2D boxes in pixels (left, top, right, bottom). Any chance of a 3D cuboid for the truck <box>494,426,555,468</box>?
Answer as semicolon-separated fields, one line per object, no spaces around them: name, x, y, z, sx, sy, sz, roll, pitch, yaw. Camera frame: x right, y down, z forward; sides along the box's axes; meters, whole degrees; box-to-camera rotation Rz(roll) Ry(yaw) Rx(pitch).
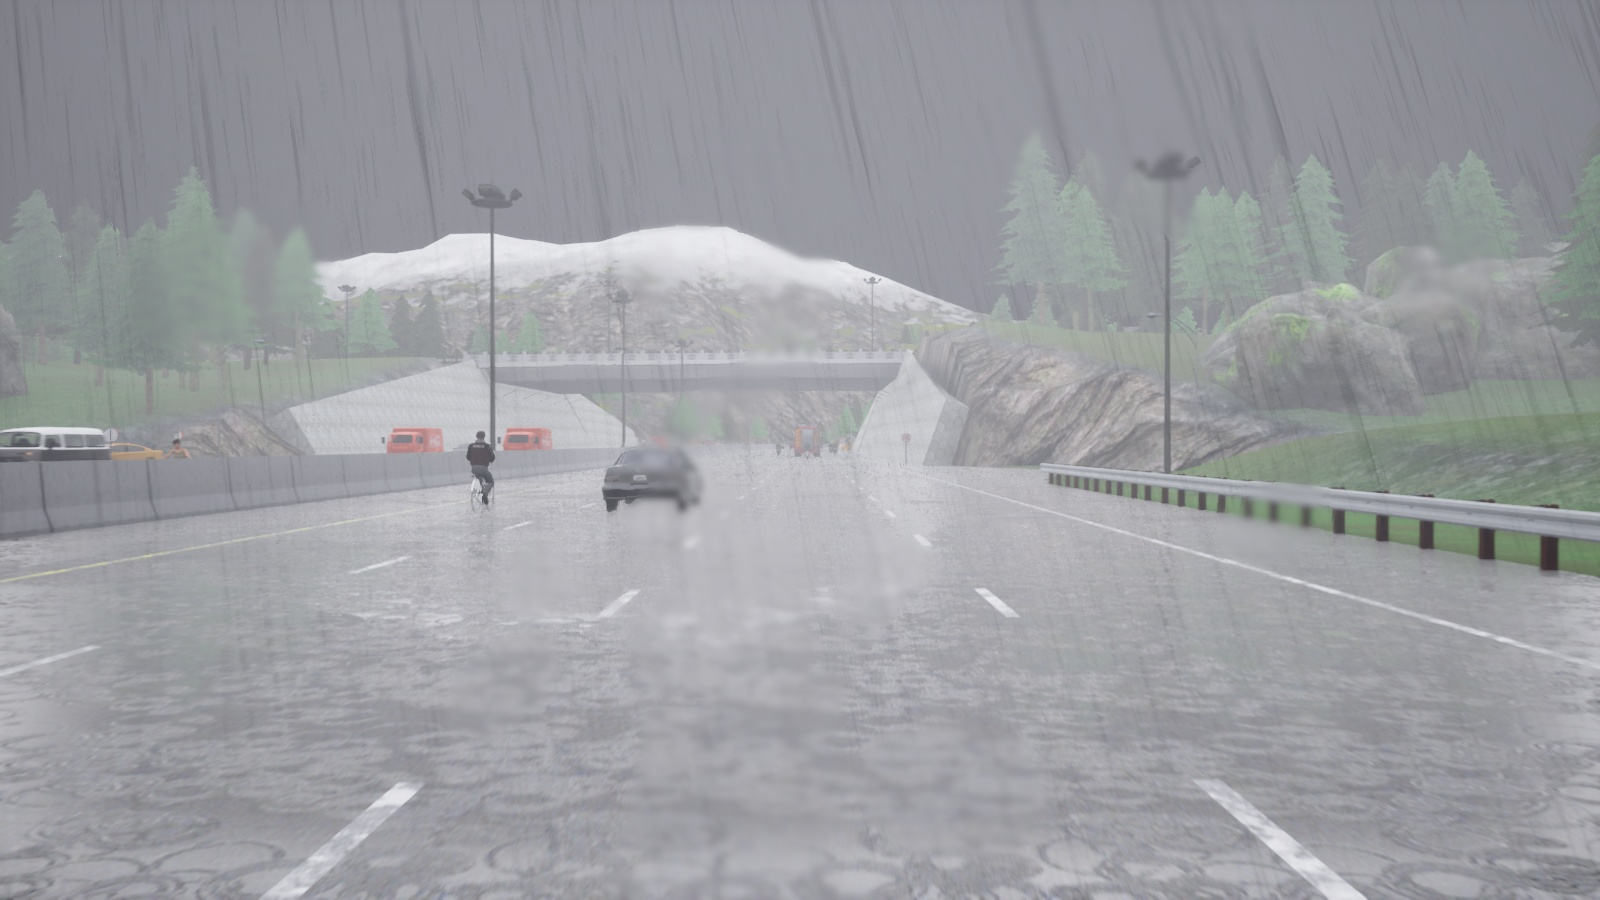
truck;-17.039;-0.193;77.887;2.627;2.467;5.204;0;0;0

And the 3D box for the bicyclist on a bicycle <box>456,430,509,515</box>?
bicyclist on a bicycle;-6.830;0.459;27.082;0.659;1.776;1.843;0;1;0

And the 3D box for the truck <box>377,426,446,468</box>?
truck;-24.039;-0.199;77.921;2.627;2.467;5.204;0;0;0

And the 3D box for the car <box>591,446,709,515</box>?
car;-3.320;0.629;28.837;2.033;1.411;5.357;0;0;0

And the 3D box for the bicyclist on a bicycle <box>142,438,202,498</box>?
bicyclist on a bicycle;-17.283;0.474;34.593;0.866;1.612;1.509;0;0;1

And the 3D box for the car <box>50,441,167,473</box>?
car;-35.421;0.332;64.500;1.882;1.535;5.008;0;0;31

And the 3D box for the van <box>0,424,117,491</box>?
van;-24.254;0.224;40.417;2.069;2.038;4.480;0;0;0
